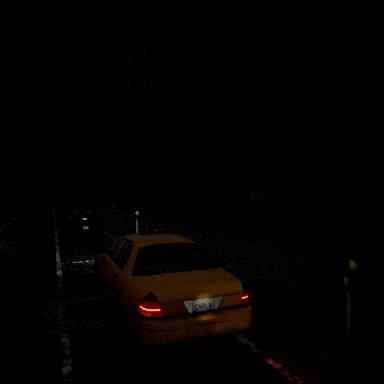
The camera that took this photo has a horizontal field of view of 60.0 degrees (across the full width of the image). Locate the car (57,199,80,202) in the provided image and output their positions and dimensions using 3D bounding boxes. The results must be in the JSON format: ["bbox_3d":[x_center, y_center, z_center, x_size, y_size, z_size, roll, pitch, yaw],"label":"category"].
[{"bbox_3d":[-10.433,1.567,28.837,1.947,1.339,4.313,0,0,-23],"label":"car"}]

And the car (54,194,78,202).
[{"bbox_3d":[-12.570,1.317,33.931,2.192,1.841,5.009,0,0,-23],"label":"car"}]

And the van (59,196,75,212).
[{"bbox_3d":[-14.706,1.343,39.024,1.690,1.788,3.998,0,0,-23],"label":"van"}]

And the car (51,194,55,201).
[{"bbox_3d":[-31.948,1.471,79.387,1.967,1.590,4.097,0,0,-24],"label":"car"}]

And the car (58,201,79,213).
[{"bbox_3d":[-8.296,1.552,23.743,2.008,1.369,4.403,0,0,-23],"label":"car"}]

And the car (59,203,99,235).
[{"bbox_3d":[-6.160,1.552,18.650,2.008,1.369,4.403,0,0,-23],"label":"car"}]

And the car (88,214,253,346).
[{"bbox_3d":[-0.844,1.457,6.730,1.801,1.575,5.366,0,0,-23],"label":"car"}]
